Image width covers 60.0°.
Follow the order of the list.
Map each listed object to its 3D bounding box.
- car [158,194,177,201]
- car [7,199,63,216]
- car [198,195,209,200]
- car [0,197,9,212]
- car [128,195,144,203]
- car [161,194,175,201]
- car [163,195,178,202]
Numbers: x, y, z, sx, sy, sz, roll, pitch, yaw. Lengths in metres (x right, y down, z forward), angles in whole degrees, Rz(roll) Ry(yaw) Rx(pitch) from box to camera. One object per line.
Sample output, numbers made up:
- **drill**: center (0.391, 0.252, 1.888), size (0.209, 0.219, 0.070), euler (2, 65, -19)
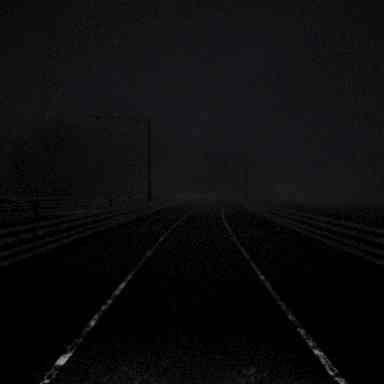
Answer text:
- **car**: center (-4.636, 1.417, 62.228), size (1.895, 1.301, 4.718), euler (0, 0, 15)
- **car**: center (-13.079, 1.344, 28.510), size (1.895, 1.301, 4.718), euler (0, 0, 13)
- **car**: center (3.189, 1.470, 88.839), size (1.895, 1.301, 4.718), euler (0, 0, 18)
- **car**: center (-16.535, 1.249, 28.970), size (1.837, 1.490, 4.892), euler (0, 0, 13)
- **car**: center (-10.998, 1.318, 65.408), size (2.128, 1.511, 4.902), euler (0, 0, 16)
- **car**: center (-6.025, 1.366, 82.683), size (1.837, 1.490, 4.892), euler (0, 0, 17)
- **car**: center (-4.843, 1.440, 74.345), size (1.895, 1.301, 4.718), euler (0, 0, 16)
